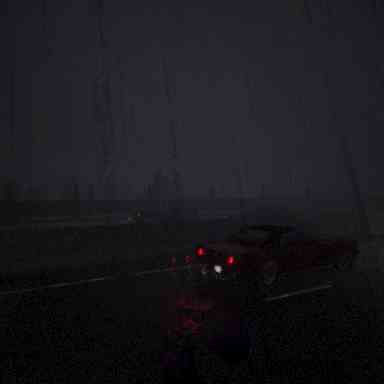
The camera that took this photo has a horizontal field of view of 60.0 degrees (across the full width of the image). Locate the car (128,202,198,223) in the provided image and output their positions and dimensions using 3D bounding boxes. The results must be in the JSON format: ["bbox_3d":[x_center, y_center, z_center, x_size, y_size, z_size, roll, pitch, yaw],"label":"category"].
[{"bbox_3d":[-1.919,1.491,23.033,4.902,1.511,2.128,0,0,-28],"label":"car"}]

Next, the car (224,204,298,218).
[{"bbox_3d":[4.808,1.547,22.646,5.357,1.411,2.033,0,0,-26],"label":"car"}]

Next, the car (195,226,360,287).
[{"bbox_3d":[2.535,1.601,9.313,4.718,1.301,1.895,0,0,-31],"label":"car"}]
